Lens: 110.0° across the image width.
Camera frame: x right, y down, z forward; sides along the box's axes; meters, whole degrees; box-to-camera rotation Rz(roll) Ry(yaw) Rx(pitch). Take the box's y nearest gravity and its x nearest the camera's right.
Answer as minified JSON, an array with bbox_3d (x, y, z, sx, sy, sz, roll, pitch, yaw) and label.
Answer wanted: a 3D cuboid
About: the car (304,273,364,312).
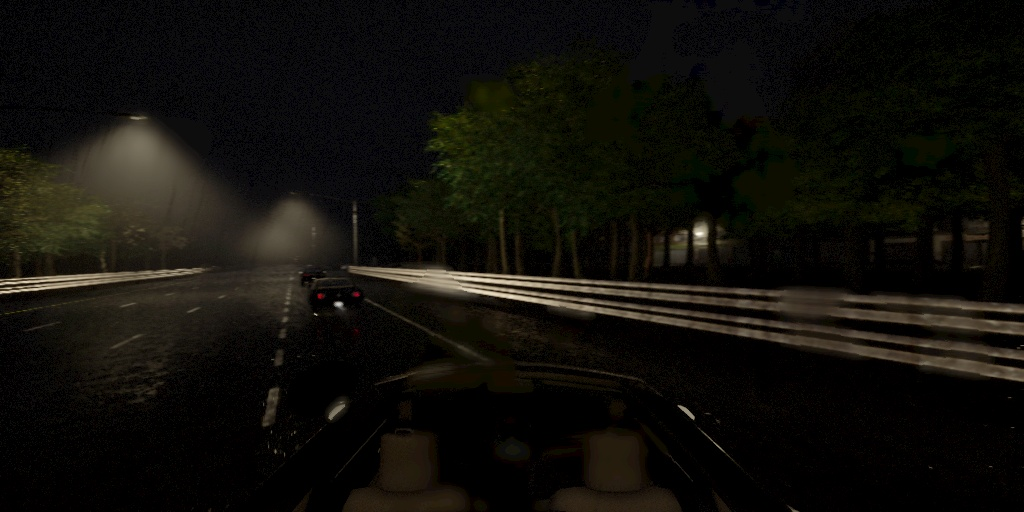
[{"bbox_3d":[-7.938,1.616,15.918,1.895,1.301,4.718,-1,-1,-31],"label":"car"}]

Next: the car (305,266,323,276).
[{"bbox_3d":[-30.711,2.293,55.689,1.812,1.442,4.674,-1,0,-22],"label":"car"}]

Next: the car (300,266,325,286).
[{"bbox_3d":[-18.104,1.837,32.634,1.882,1.535,5.008,-1,-1,-31],"label":"car"}]
